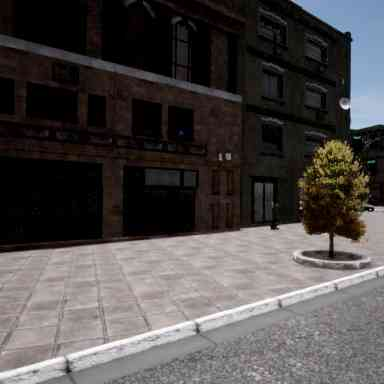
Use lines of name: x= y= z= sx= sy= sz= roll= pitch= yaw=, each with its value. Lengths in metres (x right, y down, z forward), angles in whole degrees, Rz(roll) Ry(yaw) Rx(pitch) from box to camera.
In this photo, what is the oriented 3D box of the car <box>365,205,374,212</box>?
car: x=18.698 y=1.568 z=38.129 sx=1.947 sy=1.339 sz=4.313 roll=1 pitch=-1 yaw=-17
